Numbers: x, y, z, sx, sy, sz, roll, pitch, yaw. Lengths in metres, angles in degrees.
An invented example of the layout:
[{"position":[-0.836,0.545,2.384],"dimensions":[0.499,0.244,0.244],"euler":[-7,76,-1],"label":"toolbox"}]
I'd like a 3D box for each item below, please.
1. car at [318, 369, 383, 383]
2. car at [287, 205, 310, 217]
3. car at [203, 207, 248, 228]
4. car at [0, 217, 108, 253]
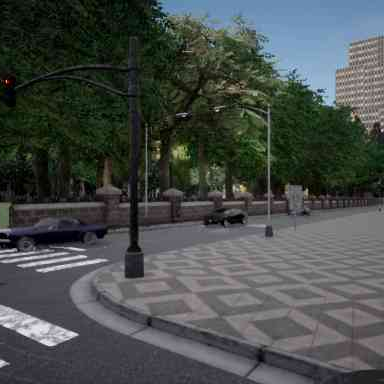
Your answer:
[{"position":[2.518,1.551,1.167],"dimensions":[4.403,1.369,2.008],"euler":[0,0,36],"label":"car"},{"position":[13.631,2.404,42.410],"dimensions":[2.128,1.511,4.902],"euler":[0,-1,36],"label":"car"},{"position":[2.817,1.994,27.149],"dimensions":[1.882,1.535,5.008],"euler":[0,-2,35],"label":"car"},{"position":[-6.264,1.808,14.901],"dimensions":[1.895,1.301,4.718],"euler":[0,-1,40],"label":"car"}]
